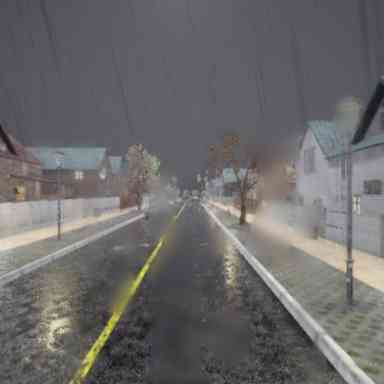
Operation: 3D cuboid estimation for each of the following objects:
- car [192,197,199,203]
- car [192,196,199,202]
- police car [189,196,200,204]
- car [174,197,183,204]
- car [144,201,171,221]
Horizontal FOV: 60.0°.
[{"bbox_3d":[0.824,1.879,83.646,1.812,1.442,4.674,0,0,0],"label":"car"},{"bbox_3d":[0.824,1.881,89.647,1.882,1.535,5.008,0,0,0],"label":"car"},{"bbox_3d":[0.824,1.709,73.756,1.930,1.638,5.238,0,0,0],"label":"police car"},{"bbox_3d":[-2.752,1.760,68.597,2.128,1.511,4.902,0,0,0],"label":"car"},{"bbox_3d":[-2.848,1.552,28.049,1.837,1.490,4.892,0,0,0],"label":"car"}]
